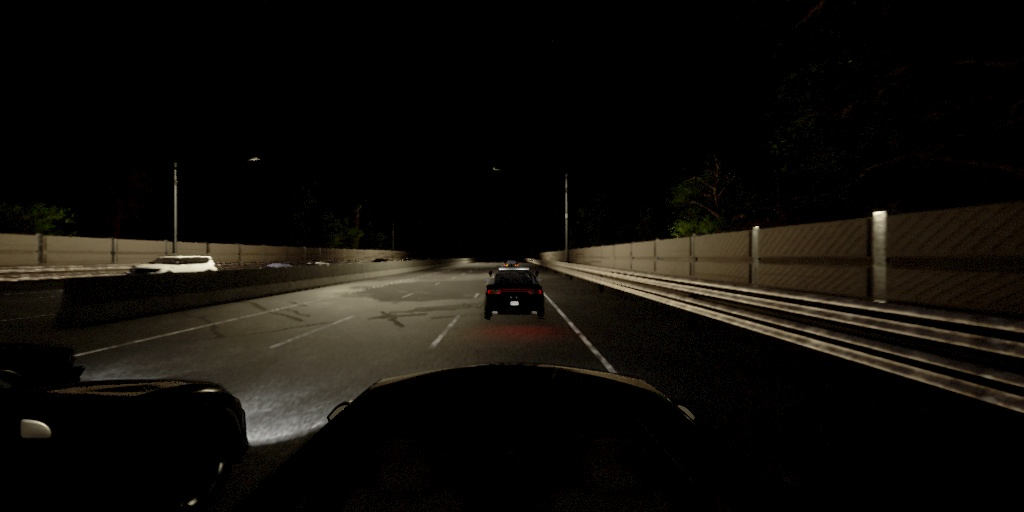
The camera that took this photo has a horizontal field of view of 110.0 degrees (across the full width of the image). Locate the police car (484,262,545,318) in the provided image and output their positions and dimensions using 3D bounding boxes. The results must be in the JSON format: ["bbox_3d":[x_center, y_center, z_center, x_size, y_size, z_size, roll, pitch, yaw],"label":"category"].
[{"bbox_3d":[0.069,1.177,13.068,1.930,1.638,5.238,0,0,0],"label":"police car"}]

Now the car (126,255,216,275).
[{"bbox_3d":[-24.678,0.980,26.335,2.150,2.045,5.566,0,0,0],"label":"car"}]

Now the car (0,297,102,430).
[{"bbox_3d":[-6.904,1.299,2.475,2.033,1.411,5.357,0,0,0],"label":"car"}]

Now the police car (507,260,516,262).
[{"bbox_3d":[-0.046,1.263,44.033,2.038,1.542,4.974,0,0,0],"label":"police car"}]

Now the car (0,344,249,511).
[{"bbox_3d":[-3.407,1.315,1.556,1.994,1.385,4.181,0,0,0],"label":"car"}]

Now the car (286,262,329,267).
[{"bbox_3d":[-17.689,1.285,32.185,1.812,1.442,4.674,0,0,0],"label":"car"}]

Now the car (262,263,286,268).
[{"bbox_3d":[-21.195,1.323,32.301,1.994,1.385,4.181,0,0,0],"label":"car"}]
